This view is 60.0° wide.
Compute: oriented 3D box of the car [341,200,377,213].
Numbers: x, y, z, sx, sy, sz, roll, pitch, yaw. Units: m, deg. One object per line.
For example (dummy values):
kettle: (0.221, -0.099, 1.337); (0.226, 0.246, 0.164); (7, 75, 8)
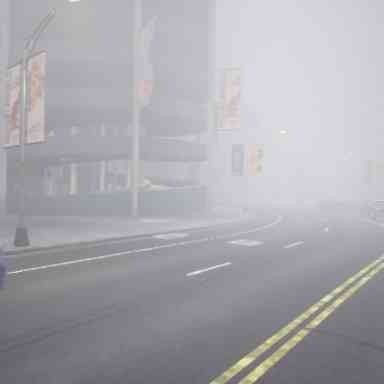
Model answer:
car: (20.368, 1.713, 40.858); (1.994, 1.385, 4.181); (1, 0, -6)

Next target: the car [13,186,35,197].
car: (-29.299, 0.093, 57.401); (5.566, 2.045, 2.435); (1, 0, 39)

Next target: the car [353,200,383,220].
car: (16.694, 1.494, 30.045); (2.097, 1.767, 4.553); (1, 0, 8)

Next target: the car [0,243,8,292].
car: (-5.562, 1.330, 4.959); (1.882, 1.535, 5.008); (1, 1, 39)

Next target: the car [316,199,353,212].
car: (16.981, 1.590, 40.534); (1.837, 1.490, 4.892); (1, 1, -6)
